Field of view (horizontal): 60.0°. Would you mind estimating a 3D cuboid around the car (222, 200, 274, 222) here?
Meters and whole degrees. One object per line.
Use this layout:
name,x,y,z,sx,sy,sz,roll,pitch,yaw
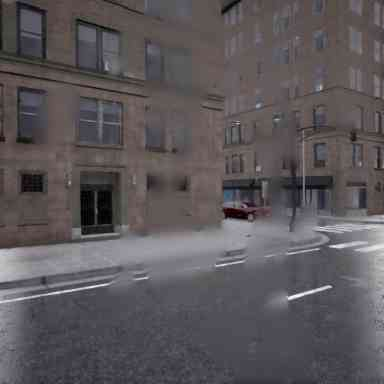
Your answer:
car,3.986,1.413,25.540,1.882,1.535,5.008,-1,1,-35
